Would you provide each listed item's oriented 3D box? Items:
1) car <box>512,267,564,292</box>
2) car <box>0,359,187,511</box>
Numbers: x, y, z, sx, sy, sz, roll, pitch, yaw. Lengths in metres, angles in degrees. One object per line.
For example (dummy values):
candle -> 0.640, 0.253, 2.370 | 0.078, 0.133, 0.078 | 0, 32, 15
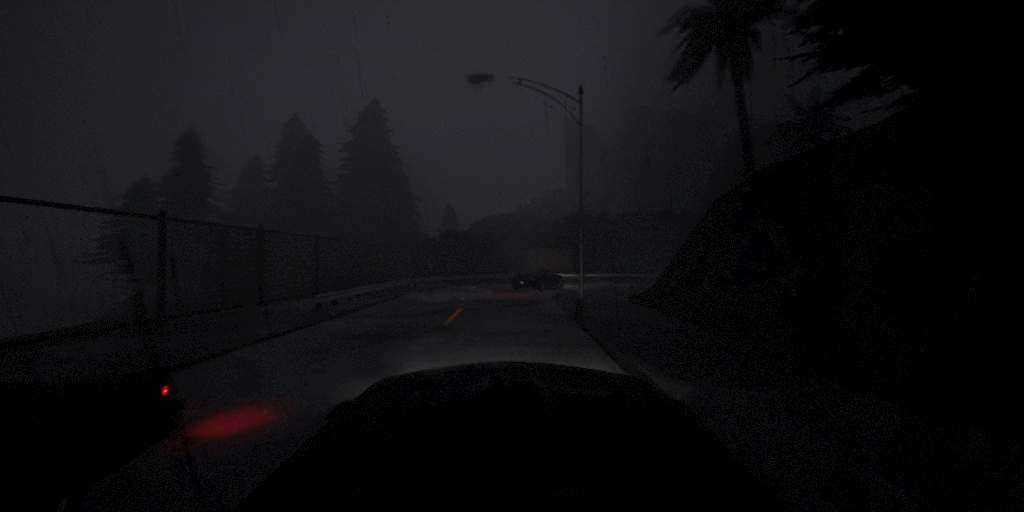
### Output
car -> 1.835, 1.518, 24.305 | 1.882, 1.535, 5.008 | -2, -2, 29
car -> -4.085, 1.288, 1.041 | 2.033, 1.411, 5.357 | 0, -1, 0
